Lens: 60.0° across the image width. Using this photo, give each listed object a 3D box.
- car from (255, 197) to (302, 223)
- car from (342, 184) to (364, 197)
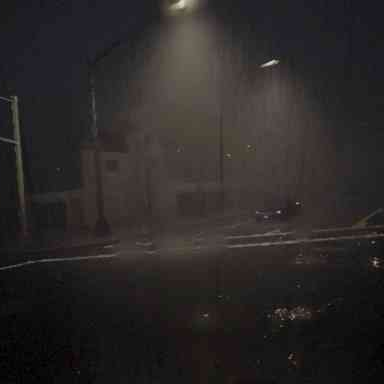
[{"bbox_3d":[5.829,1.121,22.082,1.812,1.442,4.674,-5,0,36],"label":"car"},{"bbox_3d":[20.478,-0.227,42.236,1.994,1.385,4.181,-5,1,36],"label":"car"}]
